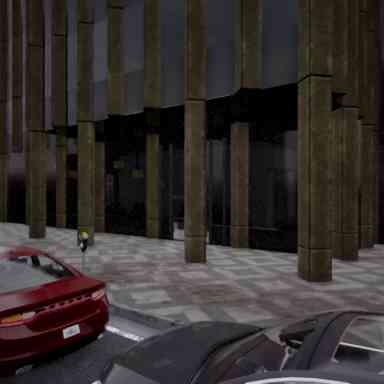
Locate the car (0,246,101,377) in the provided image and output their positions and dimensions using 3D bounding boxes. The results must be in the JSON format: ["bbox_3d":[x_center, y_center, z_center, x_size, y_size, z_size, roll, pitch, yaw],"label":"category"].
[{"bbox_3d":[-3.264,1.543,5.309,4.507,1.381,1.887,0,0,36],"label":"car"}]

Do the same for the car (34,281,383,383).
[{"bbox_3d":[1.155,1.551,2.139,4.403,1.369,2.008,0,0,36],"label":"car"}]
